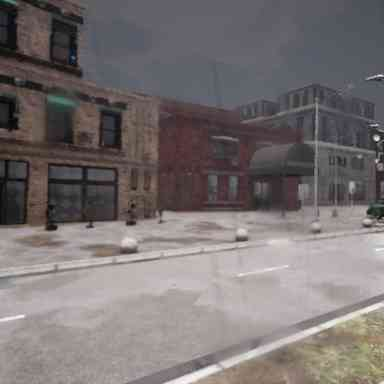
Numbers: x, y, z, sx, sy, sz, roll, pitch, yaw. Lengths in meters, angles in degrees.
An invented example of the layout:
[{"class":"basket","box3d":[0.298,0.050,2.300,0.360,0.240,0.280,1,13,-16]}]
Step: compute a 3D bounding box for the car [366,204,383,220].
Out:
[{"class":"car","box3d":[17.975,1.428,28.319,2.435,2.045,5.566,0,0,-35]}]
